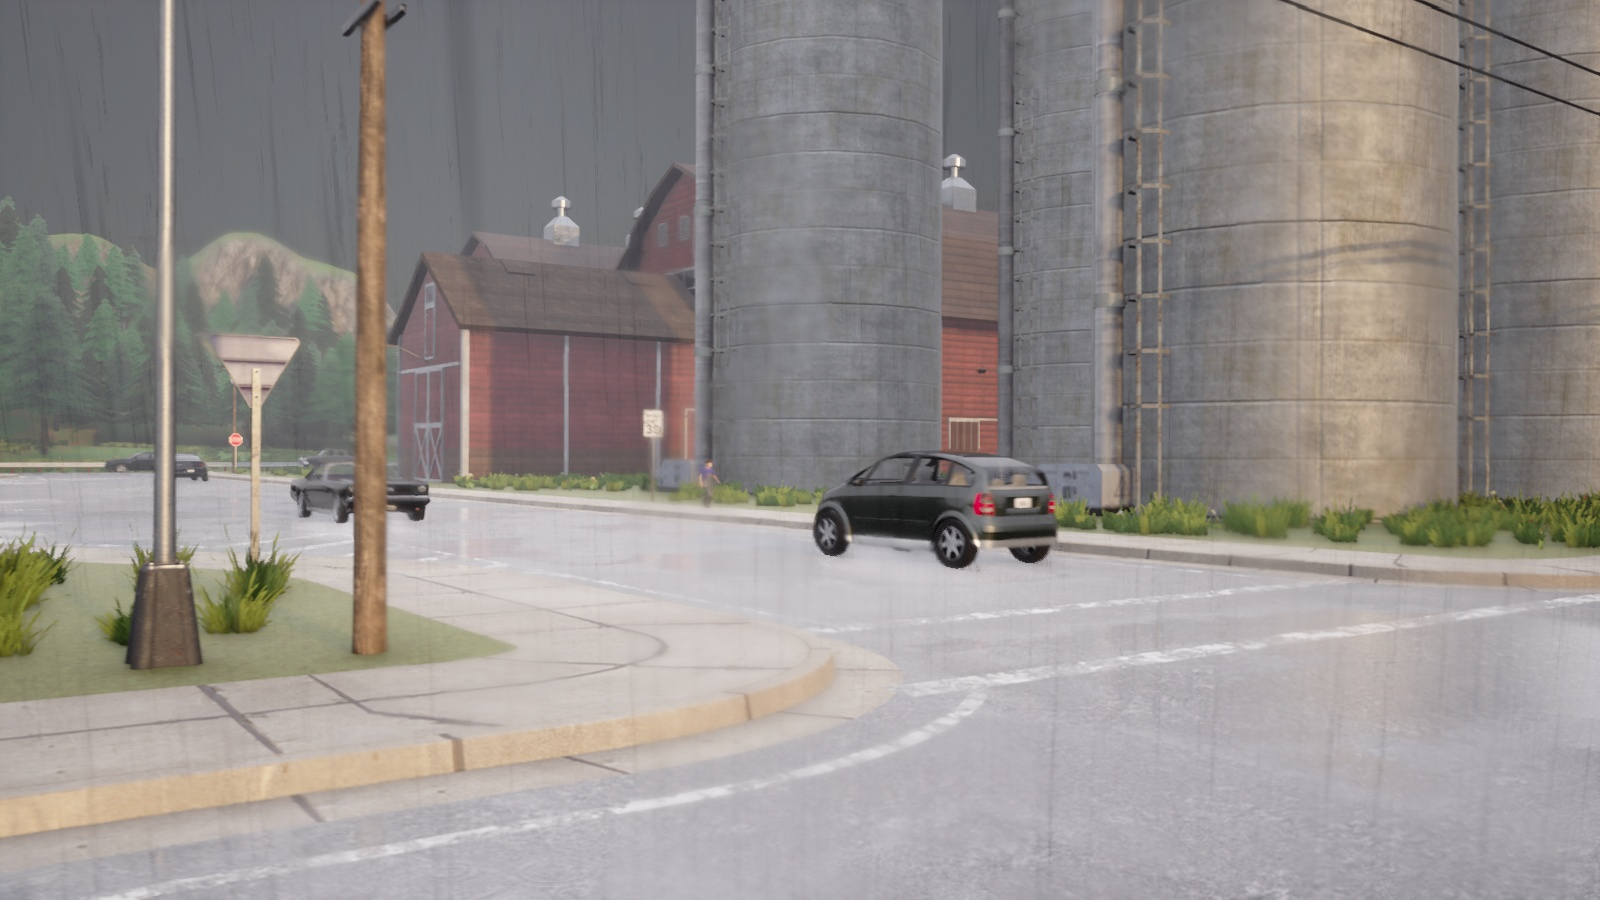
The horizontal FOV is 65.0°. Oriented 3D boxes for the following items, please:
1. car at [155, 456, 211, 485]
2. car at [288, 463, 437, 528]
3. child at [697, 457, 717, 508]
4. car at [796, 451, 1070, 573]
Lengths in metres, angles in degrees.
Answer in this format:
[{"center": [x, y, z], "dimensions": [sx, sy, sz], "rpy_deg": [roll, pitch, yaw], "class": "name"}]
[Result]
[{"center": [-31.897, 1.021, 64.854], "dimensions": [1.812, 1.442, 4.674], "rpy_deg": [0, 0, -36], "class": "car"}, {"center": [-9.902, 0.953, 28.167], "dimensions": [1.895, 1.301, 4.718], "rpy_deg": [0, 0, -36], "class": "car"}, {"center": [-2.305, 0.797, 31.206], "dimensions": [0.437, 1.263, 0.270], "rpy_deg": [0, 0, 44], "class": "child"}, {"center": [1.798, 0.789, 17.883], "dimensions": [1.789, 1.549, 3.705], "rpy_deg": [0, 0, -39], "class": "car"}]
